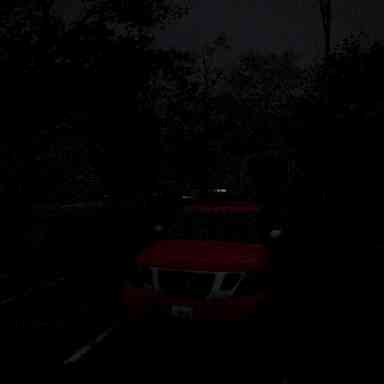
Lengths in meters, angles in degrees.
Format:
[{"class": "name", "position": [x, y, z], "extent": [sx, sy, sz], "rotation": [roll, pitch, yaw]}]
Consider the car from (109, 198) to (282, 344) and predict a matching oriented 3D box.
[{"class": "car", "position": [0.617, 1.235, 6.960], "extent": [2.435, 2.045, 5.566], "rotation": [1, -1, 16]}]

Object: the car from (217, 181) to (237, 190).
[{"class": "car", "position": [5.649, -1.154, 54.212], "extent": [1.994, 1.385, 4.181], "rotation": [2, 5, 38]}]

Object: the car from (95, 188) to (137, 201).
[{"class": "car", "position": [-8.112, 0.300, 36.190], "extent": [1.895, 1.301, 4.718], "rotation": [1, 4, 37]}]

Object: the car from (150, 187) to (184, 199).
[{"class": "car", "position": [-2.792, 0.082, 37.491], "extent": [1.994, 1.385, 4.181], "rotation": [1, 4, 37]}]

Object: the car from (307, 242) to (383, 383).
[{"class": "car", "position": [3.020, 1.516, 5.306], "extent": [2.163, 1.488, 4.792], "rotation": [0, -1, 16]}]

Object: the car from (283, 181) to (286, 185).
[{"class": "car", "position": [16.023, -1.993, 62.288], "extent": [1.812, 1.442, 4.674], "rotation": [2, 5, 37]}]
